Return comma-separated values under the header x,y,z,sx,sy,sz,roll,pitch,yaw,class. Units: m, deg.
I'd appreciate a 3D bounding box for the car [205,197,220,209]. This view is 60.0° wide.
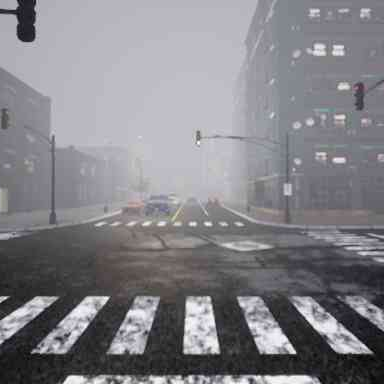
x,y,z,sx,sy,sz,roll,pitch,yaw,class
2.702,1.361,44.490,1.967,1.590,4.097,1,0,0,car

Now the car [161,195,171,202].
x,y,z,sx,sy,sz,roll,pitch,yaw,class
-5.684,1.454,72.863,1.802,1.307,4.206,1,0,0,car

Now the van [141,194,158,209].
x,y,z,sx,sy,sz,roll,pitch,yaw,class
-5.676,1.262,44.429,1.690,1.788,3.998,1,0,0,van

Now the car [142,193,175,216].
x,y,z,sx,sy,sz,roll,pitch,yaw,class
-3.092,1.166,31.619,2.150,2.045,5.566,0,0,0,car

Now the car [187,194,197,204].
x,y,z,sx,sy,sz,roll,pitch,yaw,class
-0.005,1.417,61.147,1.812,1.442,4.674,0,0,0,car

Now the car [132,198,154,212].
x,y,z,sx,sy,sz,roll,pitch,yaw,class
-5.680,1.476,38.742,1.887,1.381,4.507,1,0,0,car

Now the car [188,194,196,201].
x,y,z,sx,sy,sz,roll,pitch,yaw,class
-0.007,1.207,71.156,1.837,1.490,4.892,0,0,0,car

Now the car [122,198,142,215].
x,y,z,sx,sy,sz,roll,pitch,yaw,class
-5.756,1.486,33.060,1.887,1.381,4.507,1,0,0,car

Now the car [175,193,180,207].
x,y,z,sx,sy,sz,roll,pitch,yaw,class
-3.047,1.132,51.220,2.150,2.045,5.566,0,0,0,car
